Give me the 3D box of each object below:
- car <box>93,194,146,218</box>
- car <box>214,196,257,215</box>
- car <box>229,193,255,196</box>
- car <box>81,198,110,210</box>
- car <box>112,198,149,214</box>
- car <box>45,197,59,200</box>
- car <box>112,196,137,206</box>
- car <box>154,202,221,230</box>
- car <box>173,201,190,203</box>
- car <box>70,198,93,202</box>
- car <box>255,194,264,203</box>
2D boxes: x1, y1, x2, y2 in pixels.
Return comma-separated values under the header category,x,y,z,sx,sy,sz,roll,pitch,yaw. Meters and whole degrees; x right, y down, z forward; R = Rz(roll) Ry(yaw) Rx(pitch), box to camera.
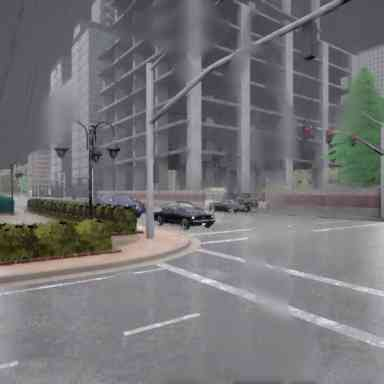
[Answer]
category,x,y,z,sx,sy,sz,roll,pitch,yaw
car,-6.345,1.166,28.894,2.150,2.045,5.566,0,0,-36
car,3.705,1.436,33.203,2.128,1.511,4.902,0,0,-36
car,7.110,1.114,50.663,1.905,1.878,3.866,0,0,-36
car,-12.774,1.492,43.706,2.033,1.411,5.357,0,0,-36
car,-6.638,1.422,35.255,1.882,1.535,5.008,0,0,-36
car,-20.725,1.470,48.778,1.812,1.442,4.674,0,0,-35
car,-10.805,1.436,53.234,2.128,1.511,4.902,0,0,-36
car,-0.613,1.545,21.002,1.895,1.301,4.718,0,0,-36
car,-0.807,1.470,27.224,1.812,1.442,4.674,0,0,-36
car,-12.943,1.492,37.981,2.033,1.411,5.357,0,0,-36
car,9.500,1.114,52.377,1.905,1.878,3.866,0,0,-36
